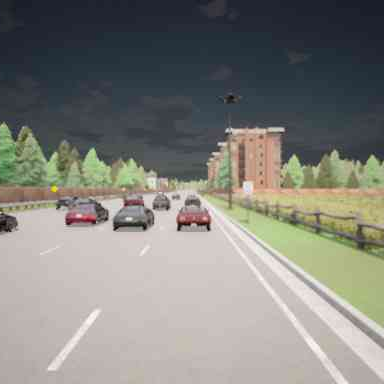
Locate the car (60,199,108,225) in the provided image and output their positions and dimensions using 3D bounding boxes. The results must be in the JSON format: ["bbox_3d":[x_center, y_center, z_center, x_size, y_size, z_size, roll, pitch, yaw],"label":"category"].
[{"bbox_3d":[-6.901,1.402,22.313,1.994,1.385,4.181,0,0,0],"label":"car"}]

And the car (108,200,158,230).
[{"bbox_3d":[-3.401,1.419,19.969,1.994,1.385,4.181,0,0,0],"label":"car"}]

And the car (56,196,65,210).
[{"bbox_3d":[-13.902,1.229,38.144,1.837,1.490,4.892,0,0,0],"label":"car"}]

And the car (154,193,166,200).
[{"bbox_3d":[-7.019,1.011,73.376,2.033,1.411,5.357,0,0,0],"label":"car"}]

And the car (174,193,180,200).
[{"bbox_3d":[-3.516,0.999,72.959,2.128,1.511,4.902,0,0,0],"label":"car"}]

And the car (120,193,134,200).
[{"bbox_3d":[-14.012,1.020,72.159,2.033,1.411,5.357,0,0,0],"label":"car"}]

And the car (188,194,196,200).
[{"bbox_3d":[-0.016,1.069,72.990,1.895,1.301,4.718,0,0,0],"label":"car"}]

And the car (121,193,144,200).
[{"bbox_3d":[-6.901,1.191,39.648,1.882,1.535,5.008,0,0,0],"label":"car"}]

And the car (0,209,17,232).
[{"bbox_3d":[-10.400,1.446,16.240,1.994,1.385,4.181,0,0,0],"label":"car"}]

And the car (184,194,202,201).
[{"bbox_3d":[0.098,1.230,38.116,1.837,1.490,4.892,0,0,0],"label":"car"}]

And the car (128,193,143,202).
[{"bbox_3d":[-10.500,1.027,62.396,1.882,1.535,5.008,0,1,0],"label":"car"}]

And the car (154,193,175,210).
[{"bbox_3d":[-3.401,1.217,38.043,2.128,1.511,4.902,0,0,0],"label":"car"}]

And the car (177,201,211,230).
[{"bbox_3d":[0.098,1.456,20.020,1.895,1.301,4.718,0,0,0],"label":"car"}]

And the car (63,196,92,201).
[{"bbox_3d":[-10.401,1.312,32.609,2.033,1.411,5.357,0,0,0],"label":"car"}]
